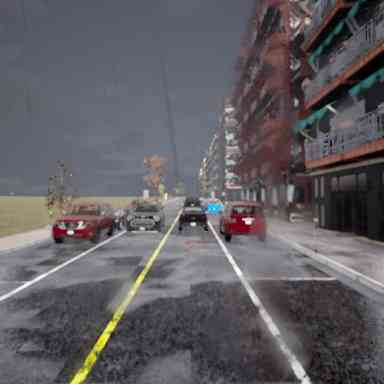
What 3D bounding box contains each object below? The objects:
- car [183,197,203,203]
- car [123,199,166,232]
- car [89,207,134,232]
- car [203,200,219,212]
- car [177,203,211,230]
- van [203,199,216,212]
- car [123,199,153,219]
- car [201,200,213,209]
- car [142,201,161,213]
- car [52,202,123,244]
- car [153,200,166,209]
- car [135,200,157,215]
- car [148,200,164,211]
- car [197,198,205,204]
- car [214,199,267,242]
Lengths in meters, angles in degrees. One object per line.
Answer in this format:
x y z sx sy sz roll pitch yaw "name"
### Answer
0.055 1.606 40.760 2.150 2.045 5.566 0 0 0 "car"
-2.873 1.554 21.420 2.097 1.767 4.553 0 -1 0 "car"
-5.332 1.764 22.622 2.008 1.369 4.403 1 -1 0 "car"
2.524 1.865 45.187 1.967 1.590 4.097 1 -1 0 "car"
0.074 1.719 22.594 1.837 1.490 4.892 0 0 0 "car"
2.532 1.714 39.643 1.690 1.788 3.998 1 -1 0 "van"
-5.342 1.632 33.697 2.192 1.841 5.009 1 -1 0 "car"
2.511 2.056 56.445 1.752 1.417 4.829 1 -1 0 "car"
-5.357 1.971 44.767 2.008 1.369 4.403 1 -1 0 "car"
-5.323 1.476 17.089 2.192 1.841 5.009 1 -1 0 "car"
-5.369 2.048 55.669 1.752 1.417 4.829 1 -1 0 "car"
-5.349 1.809 39.232 1.967 1.590 4.097 1 -1 0 "car"
-5.363 2.017 50.303 1.887 1.381 4.507 1 -1 0 "car"
2.474 2.387 88.787 2.008 1.369 4.403 1 -1 0 "car"
2.557 1.480 17.464 2.192 1.841 5.009 1 -1 0 "car"
